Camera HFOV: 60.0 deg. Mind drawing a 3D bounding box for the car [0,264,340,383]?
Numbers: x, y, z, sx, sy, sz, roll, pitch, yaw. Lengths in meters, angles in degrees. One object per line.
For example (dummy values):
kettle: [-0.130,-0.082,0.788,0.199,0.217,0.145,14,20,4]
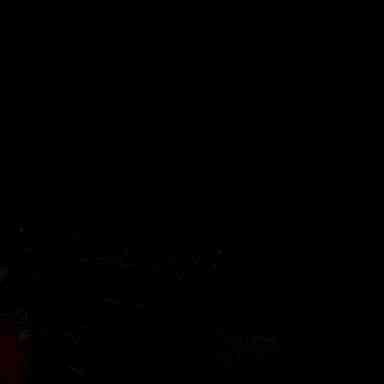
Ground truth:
car: [-0.683,1.593,3.453,4.206,1.307,1.802,0,0,35]
